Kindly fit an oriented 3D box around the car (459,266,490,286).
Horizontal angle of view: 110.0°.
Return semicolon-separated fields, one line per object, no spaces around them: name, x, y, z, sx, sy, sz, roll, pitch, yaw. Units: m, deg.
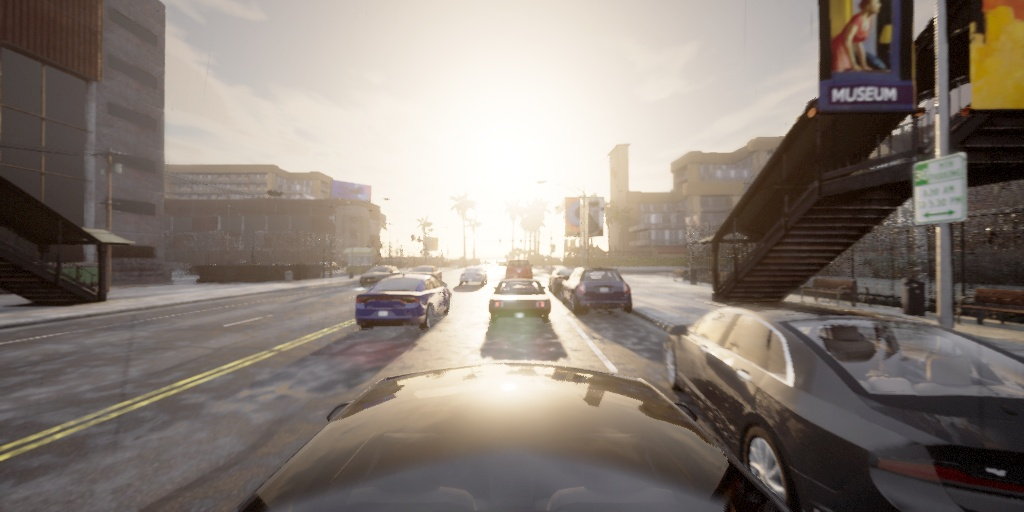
car;-2.973;1.528;28.274;1.812;1.442;4.674;0;-1;1

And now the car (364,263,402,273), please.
car;-10.074;1.520;27.777;1.837;1.490;4.892;0;-1;1

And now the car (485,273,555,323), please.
car;0.265;1.452;12.636;1.895;1.301;4.718;0;-1;1

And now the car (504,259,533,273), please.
car;0.552;1.227;29.005;2.150;2.045;5.566;0;0;1

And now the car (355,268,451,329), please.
car;-3.249;1.325;11.643;1.882;1.535;5.008;0;0;1

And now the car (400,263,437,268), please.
car;-6.585;1.477;27.286;1.882;1.535;5.008;0;-1;1
